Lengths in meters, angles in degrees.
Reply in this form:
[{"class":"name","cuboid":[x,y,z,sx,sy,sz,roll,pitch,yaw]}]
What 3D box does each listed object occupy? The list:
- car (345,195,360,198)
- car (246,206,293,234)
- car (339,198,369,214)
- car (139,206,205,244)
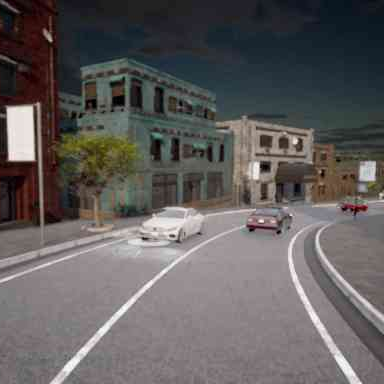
[{"class":"car","cuboid":[23.165,1.263,48.382,2.097,1.767,4.553,5,3,44]},{"class":"car","cuboid":[4.677,1.559,19.585,2.033,1.411,5.357,3,1,25]},{"class":"car","cuboid":[19.090,1.731,38.825,1.895,1.301,4.718,5,3,43]},{"class":"car","cuboid":[-0.742,1.412,15.564,1.812,1.442,4.674,2,1,19]}]
